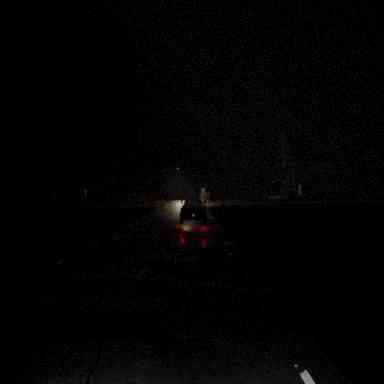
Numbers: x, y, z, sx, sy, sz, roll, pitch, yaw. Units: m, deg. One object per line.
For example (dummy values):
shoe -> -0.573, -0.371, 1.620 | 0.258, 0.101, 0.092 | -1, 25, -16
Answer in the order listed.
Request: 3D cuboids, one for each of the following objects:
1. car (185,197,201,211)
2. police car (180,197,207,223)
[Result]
car -> 0.090, 1.387, 40.062 | 1.837, 1.490, 4.892 | 0, 0, 0
police car -> 0.101, 1.330, 24.707 | 1.930, 1.638, 5.238 | 0, 0, 0
